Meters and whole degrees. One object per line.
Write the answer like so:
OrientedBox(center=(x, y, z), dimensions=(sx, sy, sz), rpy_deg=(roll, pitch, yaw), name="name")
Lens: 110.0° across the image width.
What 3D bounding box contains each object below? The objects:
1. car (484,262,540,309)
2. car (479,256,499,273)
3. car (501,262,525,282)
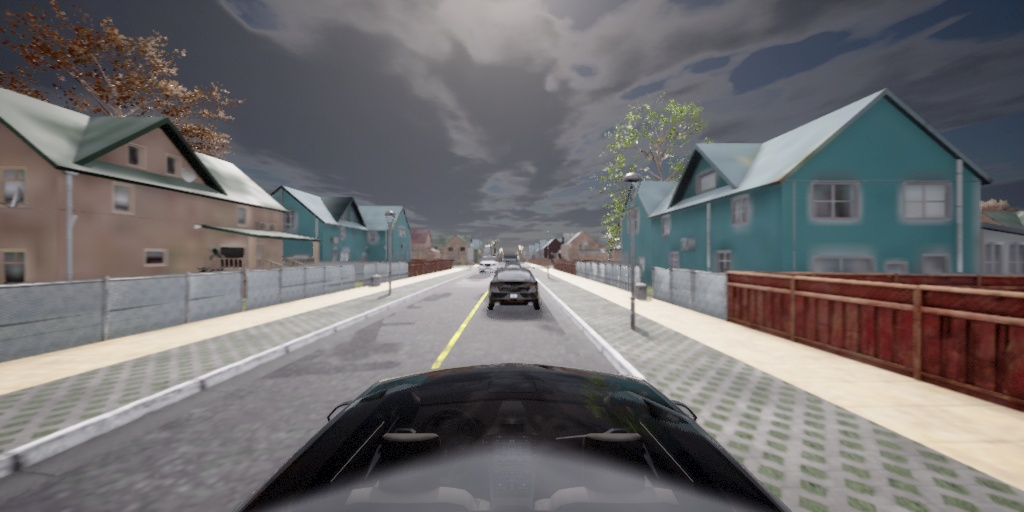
OrientedBox(center=(0.080, 1.203, 14.731), dimensions=(1.882, 1.535, 5.008), rpy_deg=(0, 0, 0), name="car")
OrientedBox(center=(-2.808, 1.011, 44.249), dimensions=(2.150, 2.045, 5.566), rpy_deg=(0, 0, 0), name="car")
OrientedBox(center=(0.081, 1.273, 29.259), dimensions=(1.812, 1.442, 4.674), rpy_deg=(0, 0, 0), name="car")
